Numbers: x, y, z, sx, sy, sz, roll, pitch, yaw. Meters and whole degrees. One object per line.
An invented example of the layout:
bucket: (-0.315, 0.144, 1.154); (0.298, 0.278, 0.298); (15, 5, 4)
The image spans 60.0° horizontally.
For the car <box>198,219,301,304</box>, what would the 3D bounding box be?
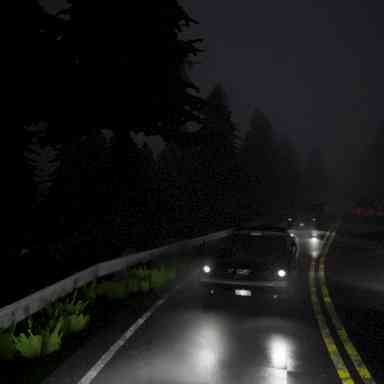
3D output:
car: (1.656, 1.599, 8.437); (1.895, 1.301, 4.718); (-1, 0, 18)

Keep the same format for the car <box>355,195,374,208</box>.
car: (20.865, 1.058, 40.150); (2.128, 1.511, 4.902); (-2, 0, 28)

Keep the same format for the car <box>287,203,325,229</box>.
car: (7.384, 1.449, 21.230); (2.033, 1.411, 5.357); (-2, 0, 26)
